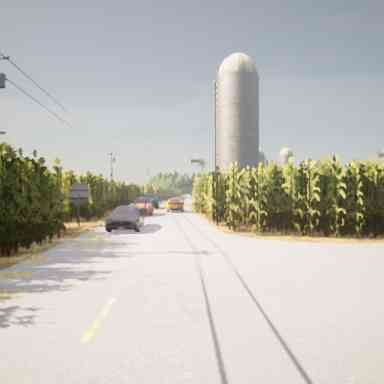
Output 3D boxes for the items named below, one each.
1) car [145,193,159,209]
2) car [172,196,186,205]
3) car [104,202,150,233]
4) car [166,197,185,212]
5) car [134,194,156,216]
[{"bbox_3d":[-5.659,1.204,44.995,2.150,2.045,5.566,0,0,-2],"label":"car"},{"bbox_3d":[-2.259,1.523,58.853,2.033,1.411,5.357,0,0,3],"label":"car"},{"bbox_3d":[-3.905,1.539,20.083,2.033,1.411,5.357,0,0,-4],"label":"car"},{"bbox_3d":[-1.992,1.461,38.901,1.882,1.535,5.008,0,0,-4],"label":"car"},{"bbox_3d":[-4.778,1.340,31.679,2.097,1.767,4.553,0,0,-5],"label":"car"}]
